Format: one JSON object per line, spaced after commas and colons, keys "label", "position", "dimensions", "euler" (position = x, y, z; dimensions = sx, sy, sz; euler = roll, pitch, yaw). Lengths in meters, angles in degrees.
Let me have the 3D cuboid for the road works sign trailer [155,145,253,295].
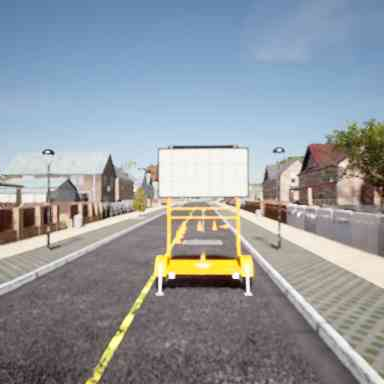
{"label": "road works sign trailer", "position": [0.305, 0.556, 8.929], "dimensions": [2.380, 3.560, 2.880], "euler": [0, -1, 2]}
